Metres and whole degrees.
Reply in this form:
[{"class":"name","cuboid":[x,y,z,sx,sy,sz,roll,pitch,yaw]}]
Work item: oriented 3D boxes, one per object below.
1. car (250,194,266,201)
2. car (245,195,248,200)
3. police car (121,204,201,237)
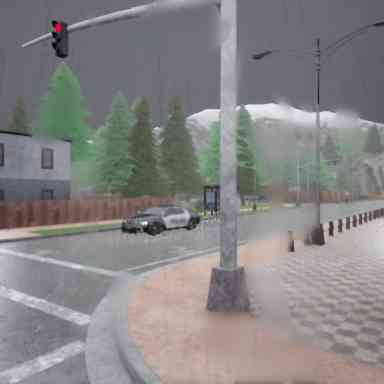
[{"class":"car","cuboid":[15.311,1.120,76.299,1.932,1.855,4.605,0,0,36]},{"class":"car","cuboid":[13.047,1.120,77.459,1.905,1.878,3.866,0,0,36]},{"class":"police car","cuboid":[-1.659,1.484,18.394,2.038,1.542,4.974,0,0,37]}]
